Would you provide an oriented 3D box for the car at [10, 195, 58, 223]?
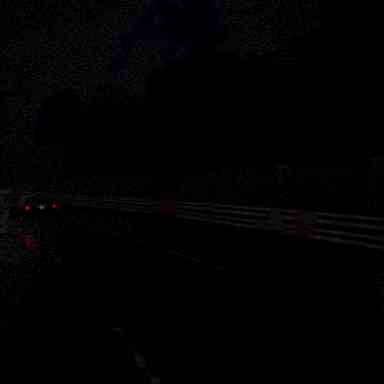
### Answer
[{"bbox_3d":[-10.600,0.970,22.124,2.097,1.767,4.553,-1,2,-39],"label":"car"}]
